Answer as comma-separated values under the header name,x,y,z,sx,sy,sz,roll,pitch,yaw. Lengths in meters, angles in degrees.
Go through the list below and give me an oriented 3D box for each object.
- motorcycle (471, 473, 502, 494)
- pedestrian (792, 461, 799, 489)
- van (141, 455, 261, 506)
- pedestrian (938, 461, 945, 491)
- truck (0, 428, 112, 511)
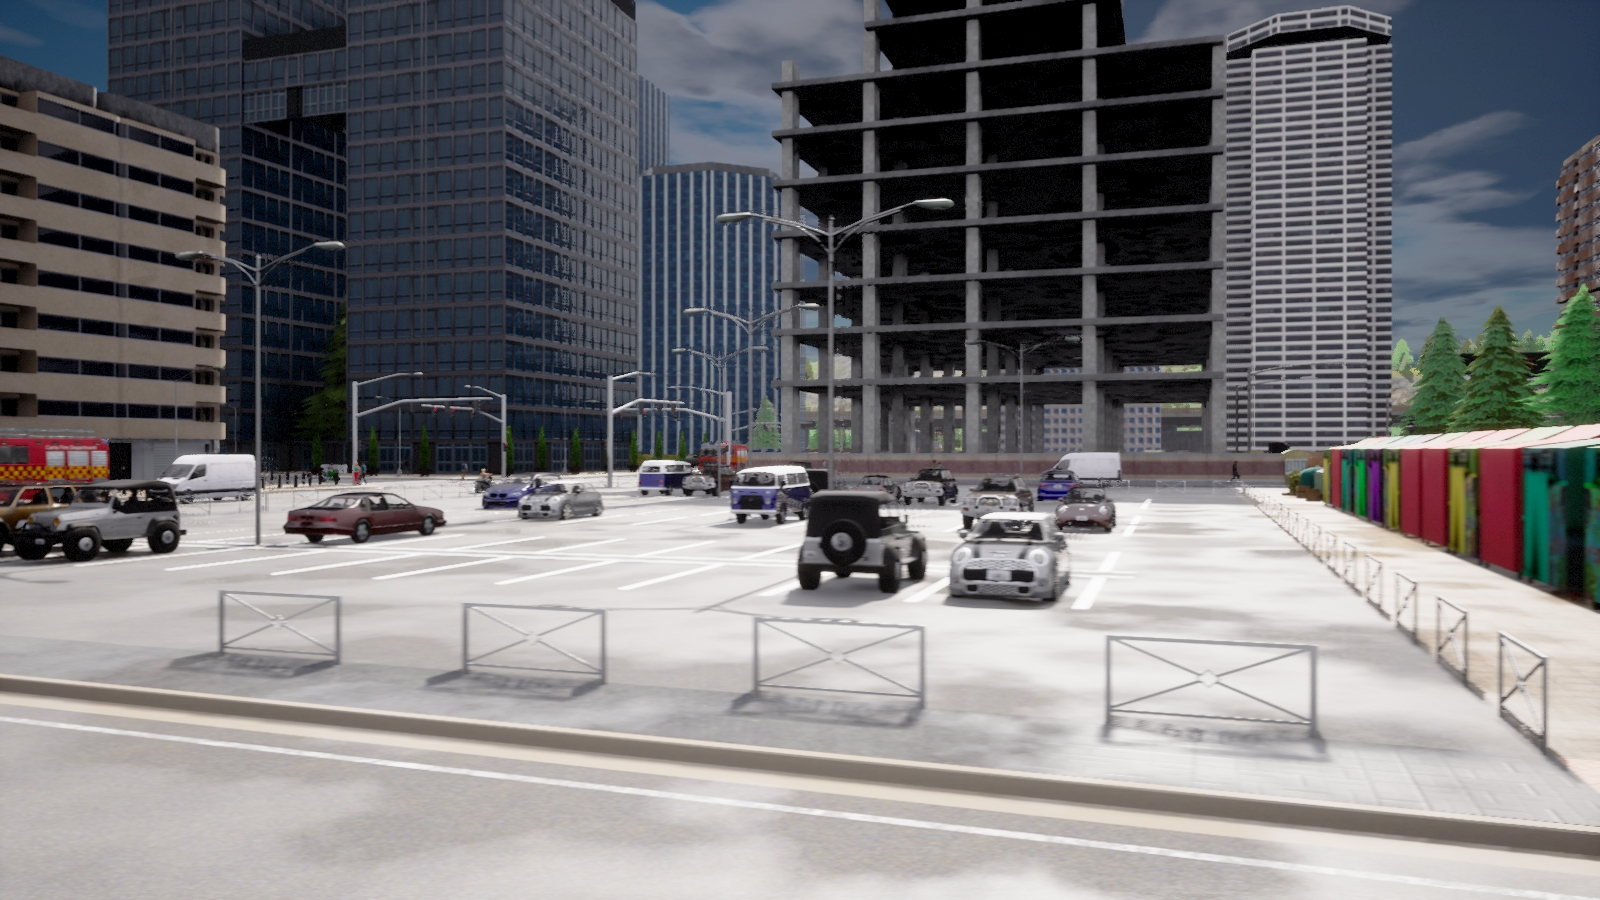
name,x,y,z,sx,sy,sz,roll,pitch,yaw
motorcycle,-20.226,2.156,73.755,0.764,1.307,2.356,0,0,18
pedestrian,-0.291,1.643,75.927,0.375,1.860,0.375,0,0,17
van,-31.839,1.535,60.980,1.988,2.561,5.915,0,0,18
pedestrian,8.963,1.641,72.496,0.375,1.860,0.375,0,0,14
truck,-37.667,0.891,54.523,2.891,3.827,8.468,0,0,18
